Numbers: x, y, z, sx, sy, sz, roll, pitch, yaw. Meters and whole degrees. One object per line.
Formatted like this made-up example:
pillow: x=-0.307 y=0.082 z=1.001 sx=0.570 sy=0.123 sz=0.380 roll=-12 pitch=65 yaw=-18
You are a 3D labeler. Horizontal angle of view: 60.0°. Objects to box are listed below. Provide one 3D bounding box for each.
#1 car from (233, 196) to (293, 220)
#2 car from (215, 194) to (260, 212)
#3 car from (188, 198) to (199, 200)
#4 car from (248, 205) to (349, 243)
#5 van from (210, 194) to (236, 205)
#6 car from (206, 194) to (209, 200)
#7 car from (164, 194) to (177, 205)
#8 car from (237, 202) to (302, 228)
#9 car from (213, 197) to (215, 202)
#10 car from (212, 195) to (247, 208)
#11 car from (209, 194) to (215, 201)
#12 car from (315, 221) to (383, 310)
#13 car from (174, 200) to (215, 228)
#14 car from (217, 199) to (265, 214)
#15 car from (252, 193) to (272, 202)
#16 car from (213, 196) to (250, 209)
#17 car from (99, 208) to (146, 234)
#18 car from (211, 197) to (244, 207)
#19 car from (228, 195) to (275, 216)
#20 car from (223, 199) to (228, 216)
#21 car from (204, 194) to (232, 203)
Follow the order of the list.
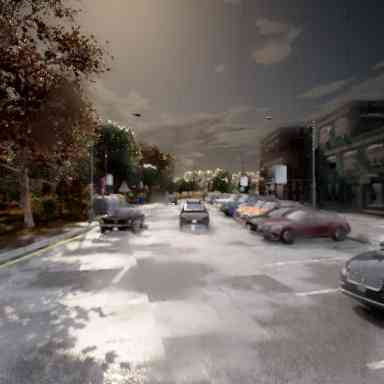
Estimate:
car: x=5.391 y=1.365 z=21.789 sx=4.553 sy=1.767 sz=2.185 roll=1 pitch=0 yaw=-20
car: x=5.394 y=1.250 z=30.765 sx=5.566 sy=2.045 sz=2.435 roll=1 pitch=0 yaw=-20
car: x=0.211 y=1.514 z=40.276 sx=1.882 sy=1.535 sz=5.008 roll=0 pitch=0 yaw=0
car: x=5.336 y=1.527 z=15.777 sx=4.674 sy=1.452 sz=2.002 roll=1 pitch=0 yaw=-20
van: x=5.666 y=1.368 z=60.862 sx=4.442 sy=1.987 sz=1.878 roll=1 pitch=0 yaw=-20
car: x=5.537 y=1.580 z=57.816 sx=5.008 sy=1.535 sz=2.097 roll=1 pitch=0 yaw=-20
car: x=-3.895 y=1.329 z=61.571 sx=2.150 sy=2.045 sz=5.566 roll=0 pitch=0 yaw=1
car: x=5.318 y=1.517 z=18.769 sx=4.792 sy=1.488 sz=2.163 roll=1 pitch=0 yaw=-20
car: x=5.247 y=1.501 z=33.723 sx=5.366 sy=1.575 sz=1.946 roll=1 pitch=0 yaw=-20
car: x=5.473 y=1.421 z=48.797 sx=4.553 sy=1.767 sz=2.185 roll=1 pitch=0 yaw=-20
car: x=5.433 y=1.269 z=39.782 sx=5.566 sy=2.045 sz=2.435 roll=1 pitch=0 yaw=-20
car: x=5.319 y=1.487 z=6.777 sx=4.892 sy=1.521 sz=2.231 roll=1 pitch=0 yaw=-20
car: x=0.147 y=1.496 z=21.919 sx=2.128 sy=1.511 sz=4.902 roll=0 pitch=0 yaw=0
car: x=5.410 y=1.543 z=36.780 sx=4.792 sy=1.488 sz=2.163 roll=1 pitch=0 yaw=-20
car: x=18.609 y=1.458 z=88.810 sx=2.435 sy=2.045 sz=5.566 roll=0 pitch=0 yaw=-21
car: x=5.457 y=1.411 z=45.795 sx=4.553 sy=1.767 sz=2.185 roll=1 pitch=0 yaw=-20
car: x=-3.926 y=1.603 z=19.313 sx=1.895 sy=1.301 sz=4.718 roll=0 pitch=0 yaw=0
car: x=5.520 y=1.598 z=51.804 sx=4.674 sy=1.452 sz=2.002 roll=1 pitch=0 yaw=-20
car: x=5.406 y=1.368 z=24.790 sx=4.553 sy=1.767 sz=2.185 roll=1 pitch=0 yaw=-20
car: x=5.385 y=1.537 z=27.786 sx=4.674 sy=1.452 sz=2.002 roll=1 pitch=0 yaw=-20
car: x=5.600 y=1.387 z=72.854 sx=5.566 sy=2.045 sz=2.435 roll=1 pitch=0 yaw=-20
